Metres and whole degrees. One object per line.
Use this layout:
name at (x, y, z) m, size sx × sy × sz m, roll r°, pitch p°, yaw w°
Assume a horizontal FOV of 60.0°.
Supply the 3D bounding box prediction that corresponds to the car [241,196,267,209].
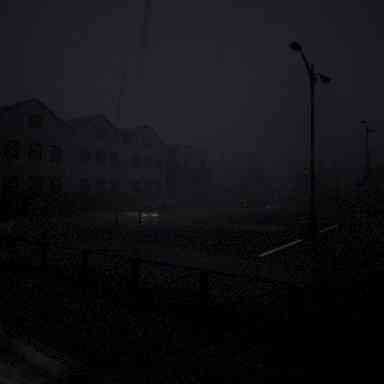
car at (7.975, 1.313, 42.816) m, size 1.837 × 1.490 × 4.892 m, roll 0°, pitch 0°, yaw 35°

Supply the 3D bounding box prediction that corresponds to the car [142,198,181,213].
car at (-3.012, 1.334, 33.692) m, size 1.812 × 1.442 × 4.674 m, roll 0°, pitch 0°, yaw 35°

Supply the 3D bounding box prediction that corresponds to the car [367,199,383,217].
car at (15.420, 1.298, 26.809) m, size 2.007 × 1.523 × 4.514 m, roll 0°, pitch 0°, yaw 35°
